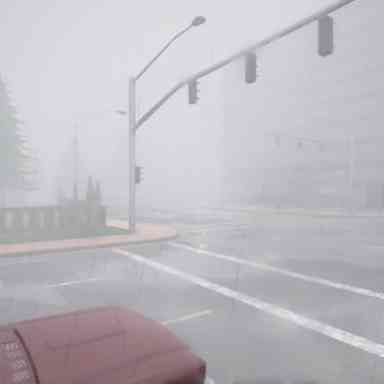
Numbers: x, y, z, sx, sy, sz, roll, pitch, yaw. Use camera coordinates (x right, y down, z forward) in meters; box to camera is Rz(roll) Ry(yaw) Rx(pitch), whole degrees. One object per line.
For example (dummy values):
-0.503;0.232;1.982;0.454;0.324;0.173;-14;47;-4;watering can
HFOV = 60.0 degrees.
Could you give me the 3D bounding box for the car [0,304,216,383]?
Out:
-2.127;1.602;2.260;4.718;1.301;1.895;0;0;-35;car
